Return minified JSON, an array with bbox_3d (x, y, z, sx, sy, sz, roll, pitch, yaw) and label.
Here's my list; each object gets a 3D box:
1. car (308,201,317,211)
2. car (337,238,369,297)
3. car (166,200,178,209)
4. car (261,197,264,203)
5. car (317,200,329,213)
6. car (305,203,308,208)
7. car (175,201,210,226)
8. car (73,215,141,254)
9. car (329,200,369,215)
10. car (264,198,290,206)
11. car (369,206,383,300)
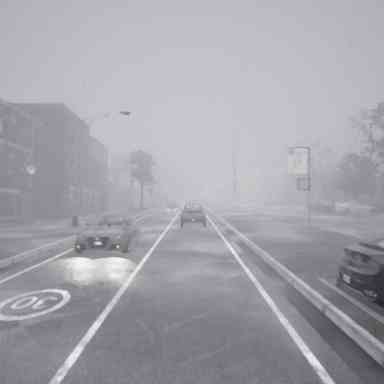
[{"bbox_3d":[18.681,1.874,44.499,4.892,1.521,2.231,0,-1,0],"label":"car"},{"bbox_3d":[5.589,1.509,6.832,4.892,1.521,2.231,0,0,0],"label":"car"},{"bbox_3d":[-3.327,2.108,56.451,1.994,1.385,4.181,0,-1,0],"label":"car"},{"bbox_3d":[18.653,2.223,75.279,4.674,1.452,2.002,0,-1,0],"label":"car"},{"bbox_3d":[18.691,1.840,41.226,5.008,1.535,2.097,0,-1,0],"label":"car"},{"bbox_3d":[18.684,1.945,47.774,4.674,1.452,2.002,0,-1,0],"label":"car"},{"bbox_3d":[0.090,1.713,25.217,2.128,1.511,4.902,0,0,0],"label":"car"},{"bbox_3d":[-3.355,1.666,13.861,1.994,1.385,4.181,0,-1,0],"label":"car"},{"bbox_3d":[18.682,1.848,38.077,4.674,1.452,2.002,0,-1,0],"label":"car"},{"bbox_3d":[18.725,2.024,72.111,4.553,1.767,2.185,0,-1,0],"label":"car"},{"bbox_3d":[5.623,1.241,4.033,5.566,2.045,2.435,0,0,0],"label":"car"}]
